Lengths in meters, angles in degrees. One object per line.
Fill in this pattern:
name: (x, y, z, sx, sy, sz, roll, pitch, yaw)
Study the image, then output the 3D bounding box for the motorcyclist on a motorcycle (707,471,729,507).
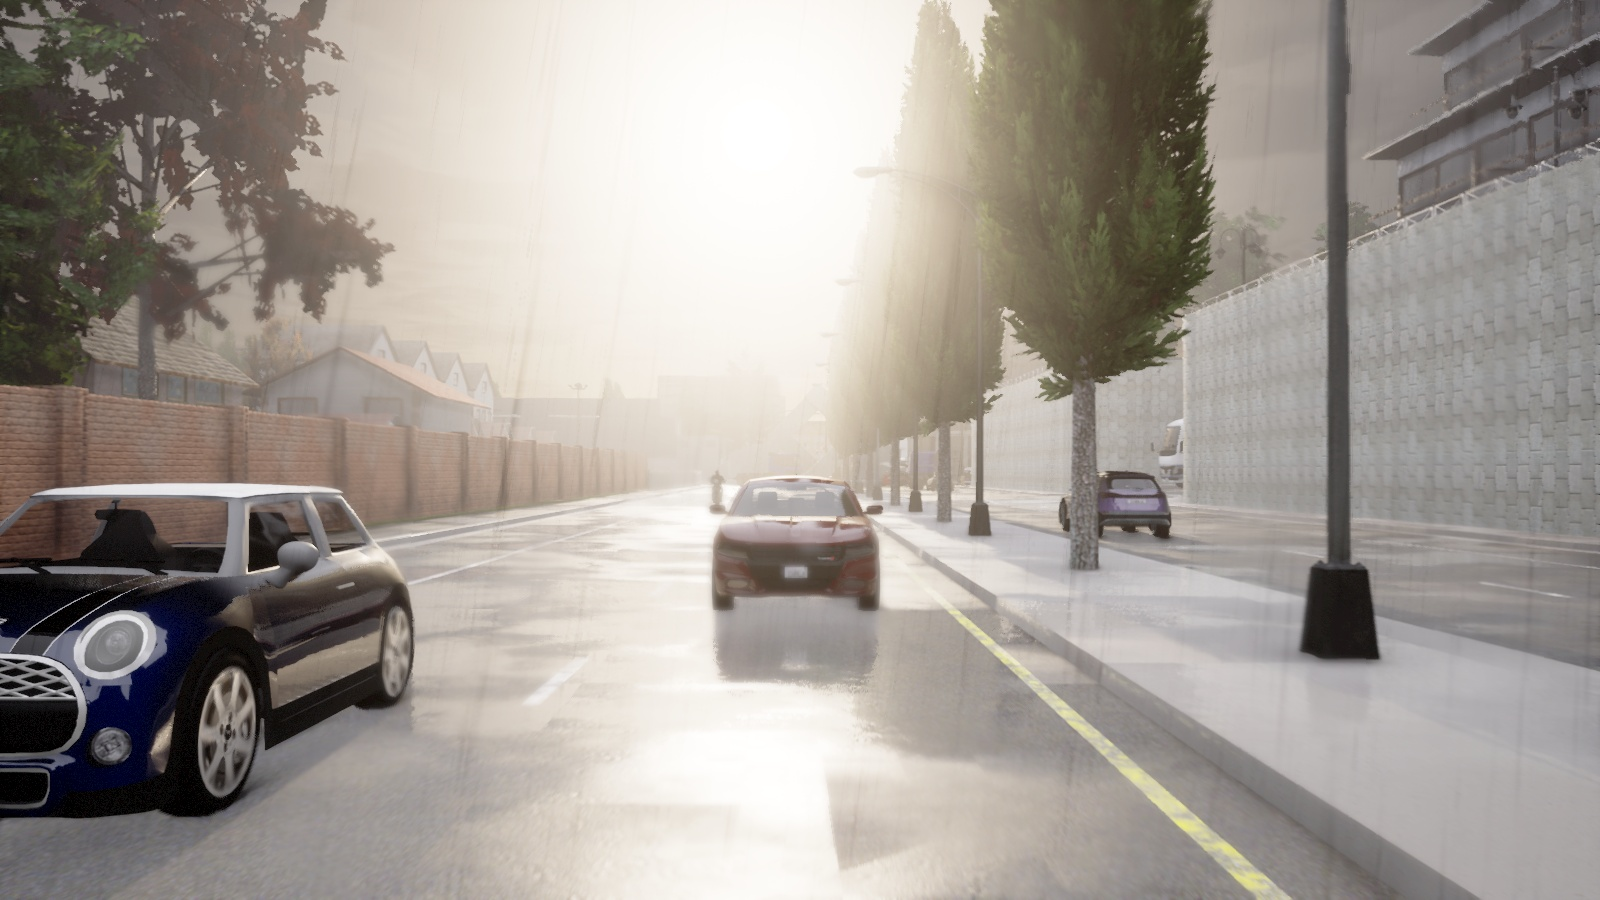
motorcyclist on a motorcycle: (-3.635, 1.712, 55.545, 0.866, 1.590, 1.817, 0, -1, 0)

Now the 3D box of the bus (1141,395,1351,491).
bus: (25.435, -0.359, 72.068, 10.273, 4.253, 3.944, -6, -1, 1)

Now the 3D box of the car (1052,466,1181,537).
car: (7.922, 1.247, 31.922, 2.033, 1.649, 4.856, 0, -1, 0)

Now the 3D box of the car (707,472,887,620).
car: (-0.038, 1.055, 15.680, 1.882, 1.535, 5.008, 0, -1, 0)

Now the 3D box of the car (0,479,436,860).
car: (-3.517, 0.909, 6.848, 1.970, 1.475, 3.806, 0, -1, 0)
